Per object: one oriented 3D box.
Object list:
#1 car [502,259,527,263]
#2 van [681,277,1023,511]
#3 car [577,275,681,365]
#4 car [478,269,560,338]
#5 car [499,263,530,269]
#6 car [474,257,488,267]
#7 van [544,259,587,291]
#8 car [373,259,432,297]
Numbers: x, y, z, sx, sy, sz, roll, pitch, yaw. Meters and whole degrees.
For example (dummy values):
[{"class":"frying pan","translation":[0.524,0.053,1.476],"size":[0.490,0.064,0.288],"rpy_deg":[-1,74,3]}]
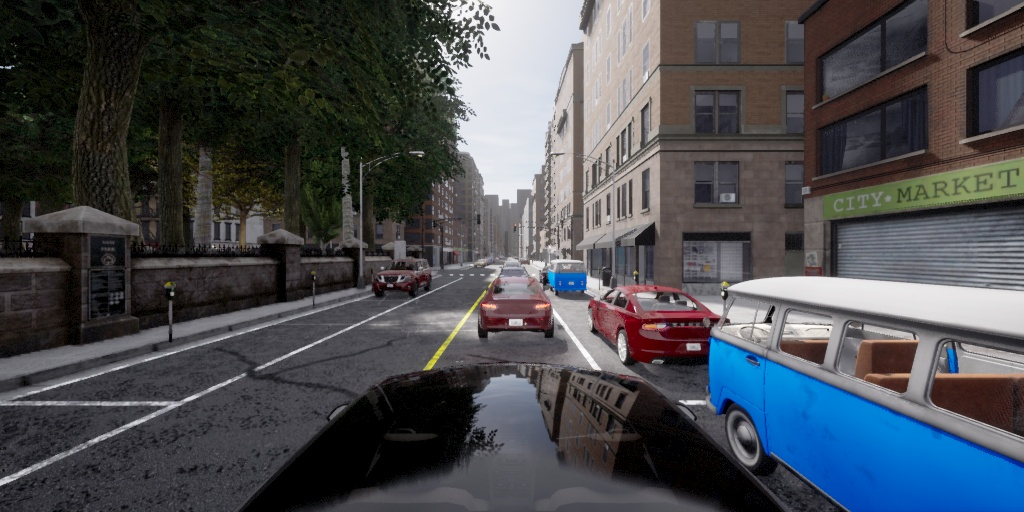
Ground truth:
[{"class":"car","translation":[0.024,1.242,29.396],"size":[1.837,1.490,4.892],"rpy_deg":[0,0,0]},{"class":"van","translation":[2.857,1.091,2.209],"size":[1.690,1.789,3.998],"rpy_deg":[0,0,0]},{"class":"car","translation":[2.861,1.294,7.870],"size":[1.888,1.381,4.507],"rpy_deg":[0,0,0]},{"class":"car","translation":[0.101,1.274,10.073],"size":[1.812,1.442,4.674],"rpy_deg":[0,0,0]},{"class":"car","translation":[0.110,1.292,19.652],"size":[2.033,1.411,5.357],"rpy_deg":[0,0,1]},{"class":"car","translation":[-5.624,1.229,62.676],"size":[1.751,1.417,4.829],"rpy_deg":[0,0,0]},{"class":"van","translation":[2.869,1.085,19.191],"size":[1.690,1.789,3.998],"rpy_deg":[0,0,0]},{"class":"car","translation":[-5.655,1.059,19.157],"size":[2.192,1.841,5.009],"rpy_deg":[0,0,0]}]
